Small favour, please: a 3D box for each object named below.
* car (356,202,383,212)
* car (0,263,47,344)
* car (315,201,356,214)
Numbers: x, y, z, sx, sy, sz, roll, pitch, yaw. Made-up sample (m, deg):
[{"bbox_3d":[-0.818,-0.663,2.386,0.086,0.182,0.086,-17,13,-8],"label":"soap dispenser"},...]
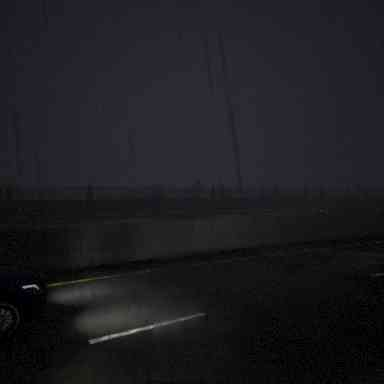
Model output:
[{"bbox_3d":[15.981,1.479,27.092,4.181,1.385,1.994,0,0,-19],"label":"car"},{"bbox_3d":[-4.569,1.507,4.646,4.674,1.442,1.812,0,0,-36],"label":"car"},{"bbox_3d":[13.210,1.468,29.831,4.181,1.385,1.994,0,0,-19],"label":"car"}]
